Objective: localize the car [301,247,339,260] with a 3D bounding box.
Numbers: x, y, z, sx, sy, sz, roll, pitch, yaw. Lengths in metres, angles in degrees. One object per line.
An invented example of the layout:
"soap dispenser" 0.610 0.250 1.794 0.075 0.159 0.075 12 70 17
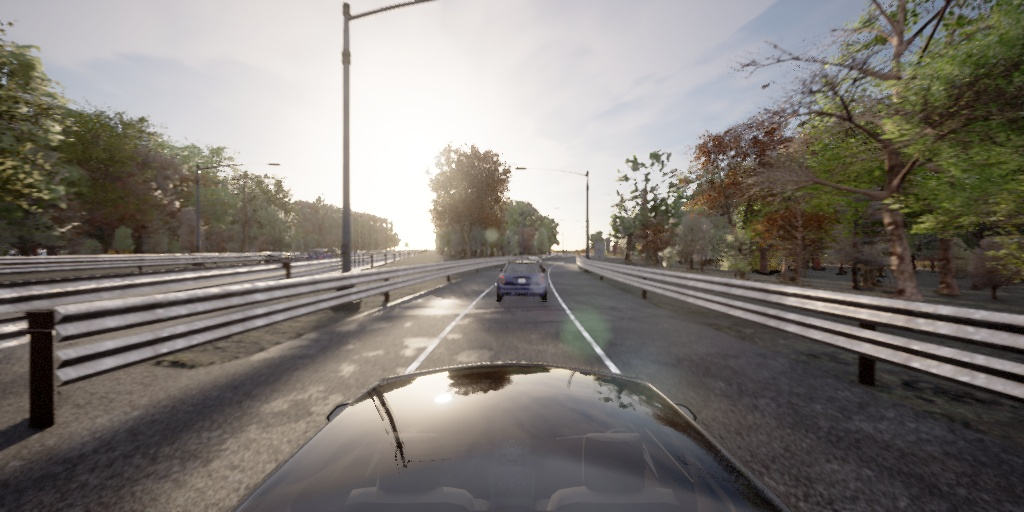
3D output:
"car" -24.456 0.017 45.962 2.150 2.045 5.566 1 6 -12

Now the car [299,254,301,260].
"car" -29.328 0.266 51.252 1.895 1.301 4.718 0 1 -12

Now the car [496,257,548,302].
"car" 0.483 0.963 16.282 2.097 1.767 4.553 0 1 3

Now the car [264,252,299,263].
"car" -27.215 0.322 42.121 1.837 1.490 4.892 0 0 -12

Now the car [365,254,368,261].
"car" -22.549 0.159 53.013 1.882 1.535 5.008 0 1 -12

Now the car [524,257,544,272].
"car" 2.511 0.872 39.954 1.837 1.490 4.892 0 1 7

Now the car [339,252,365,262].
"car" -21.277 0.298 47.695 1.812 1.442 4.674 0 1 -12
